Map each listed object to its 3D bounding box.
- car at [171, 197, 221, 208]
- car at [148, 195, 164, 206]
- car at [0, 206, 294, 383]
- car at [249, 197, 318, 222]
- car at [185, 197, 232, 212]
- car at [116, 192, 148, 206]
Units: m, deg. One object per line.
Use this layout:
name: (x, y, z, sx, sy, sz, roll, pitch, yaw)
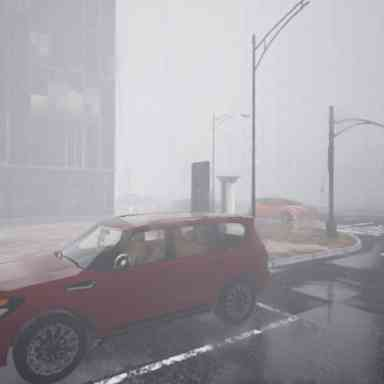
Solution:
car: (0.051, 1.261, 31.988, 2.033, 1.411, 5.357, 0, 1, -36)
car: (-5.629, 1.079, 45.155, 1.812, 1.442, 4.674, 0, 1, -36)
car: (-0.852, 1.319, 5.569, 5.009, 1.841, 2.192, 0, 0, -35)
car: (6.168, 1.193, 23.663, 2.097, 1.767, 4.553, 0, 1, -35)
car: (1.651, 1.253, 35.291, 2.033, 1.411, 5.357, 0, 1, -36)
car: (-7.970, 0.902, 42.853, 2.097, 1.767, 4.553, 0, 0, -36)
